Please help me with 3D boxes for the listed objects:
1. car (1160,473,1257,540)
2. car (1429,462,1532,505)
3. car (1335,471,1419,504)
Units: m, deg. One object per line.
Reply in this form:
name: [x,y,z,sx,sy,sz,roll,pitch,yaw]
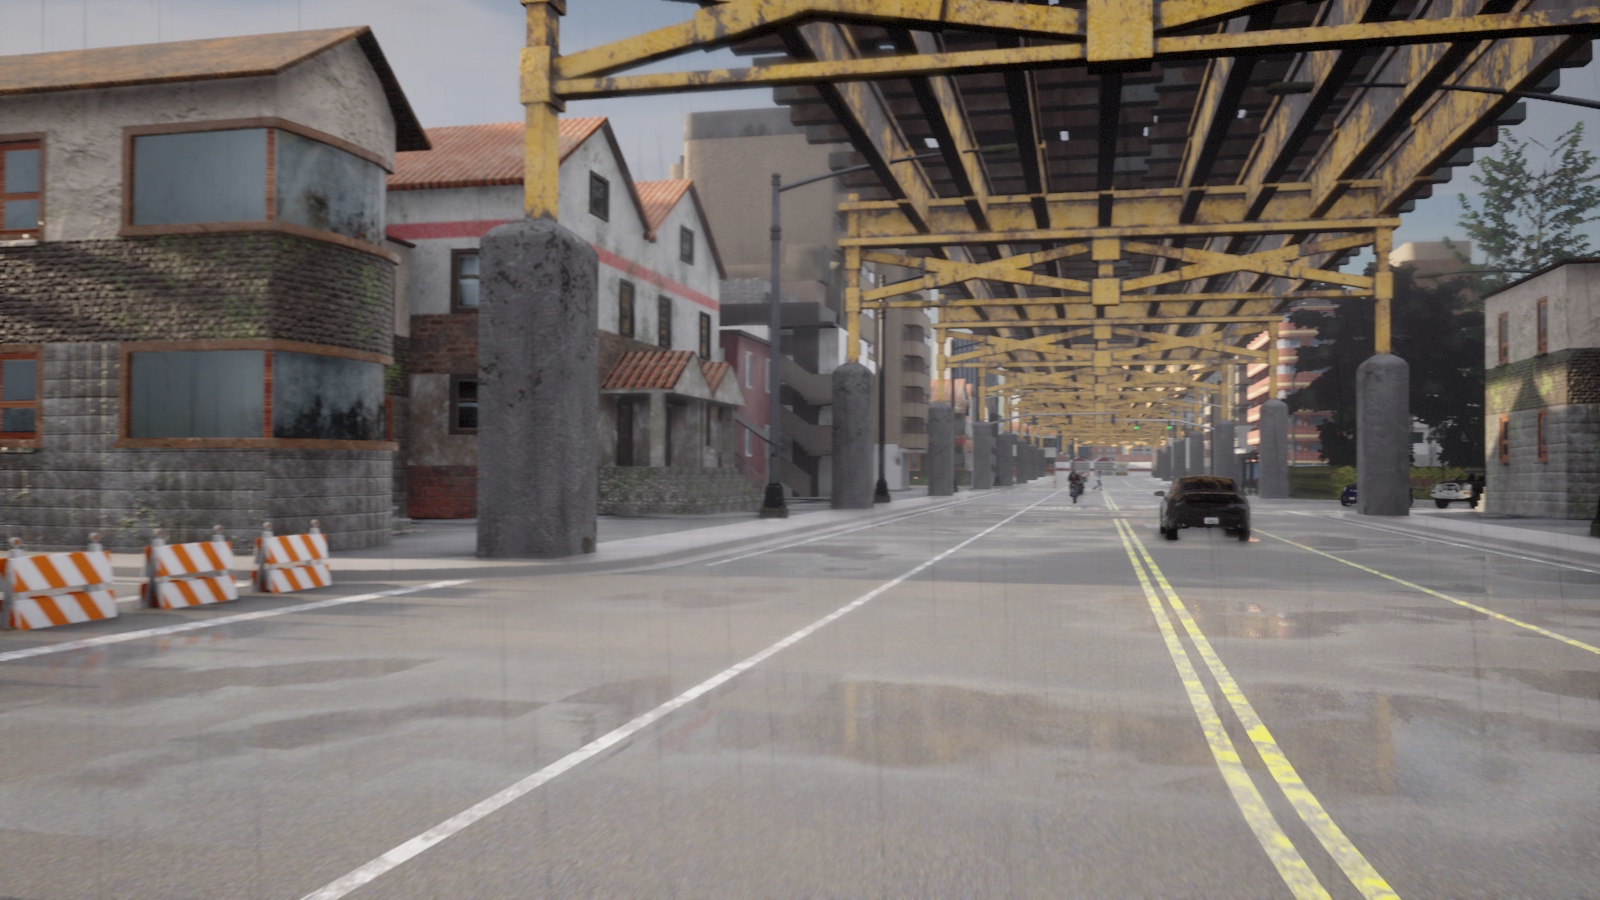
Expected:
car: [9.854,1.305,30.617,1.837,1.490,4.892,0,-1,13]
car: [30.902,1.499,57.016,4.605,1.855,1.932,1,-1,-30]
car: [26.821,1.730,58.387,3.633,1.501,1.845,0,-1,-32]
